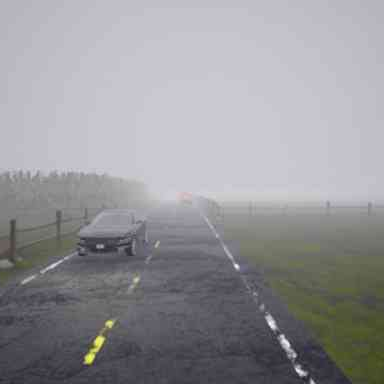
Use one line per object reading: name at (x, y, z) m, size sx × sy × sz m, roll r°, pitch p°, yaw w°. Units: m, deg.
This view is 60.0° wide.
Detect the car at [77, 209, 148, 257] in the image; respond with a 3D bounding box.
car at (-2.899, 1.434, 12.974) m, size 1.882 × 1.535 × 5.008 m, roll 0°, pitch 0°, yaw 0°

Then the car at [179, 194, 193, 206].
car at (-0.895, 1.407, 51.151) m, size 1.895 × 1.301 × 4.718 m, roll 0°, pitch 0°, yaw -2°

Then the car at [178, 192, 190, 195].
car at (-1.269, 0.984, 61.155) m, size 2.150 × 2.045 × 5.566 m, roll 0°, pitch 0°, yaw -2°
